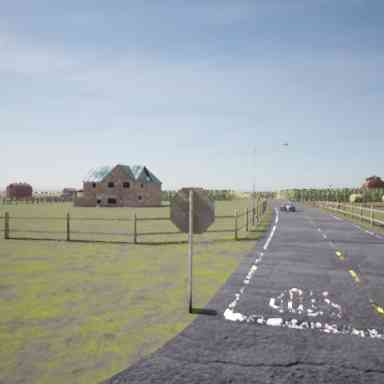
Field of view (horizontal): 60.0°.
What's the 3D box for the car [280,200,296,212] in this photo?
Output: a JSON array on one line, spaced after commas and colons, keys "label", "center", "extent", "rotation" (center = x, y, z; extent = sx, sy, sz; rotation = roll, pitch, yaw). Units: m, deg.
[{"label": "car", "center": [12.695, 1.773, 44.206], "extent": [2.128, 1.511, 4.902], "rotation": [0, 0, 14]}]
